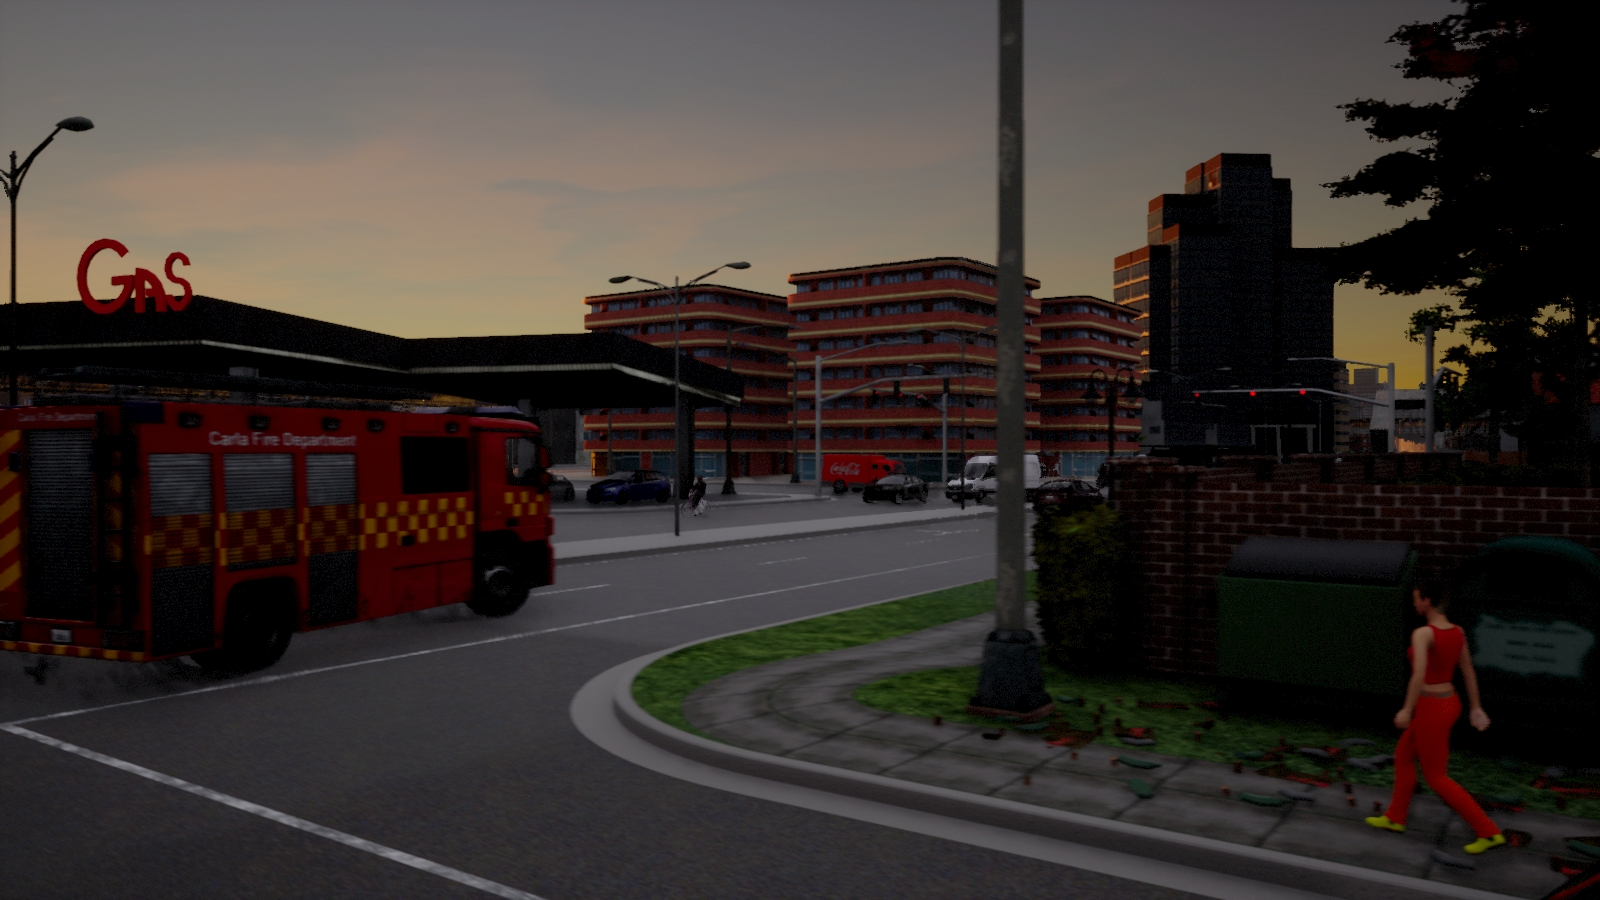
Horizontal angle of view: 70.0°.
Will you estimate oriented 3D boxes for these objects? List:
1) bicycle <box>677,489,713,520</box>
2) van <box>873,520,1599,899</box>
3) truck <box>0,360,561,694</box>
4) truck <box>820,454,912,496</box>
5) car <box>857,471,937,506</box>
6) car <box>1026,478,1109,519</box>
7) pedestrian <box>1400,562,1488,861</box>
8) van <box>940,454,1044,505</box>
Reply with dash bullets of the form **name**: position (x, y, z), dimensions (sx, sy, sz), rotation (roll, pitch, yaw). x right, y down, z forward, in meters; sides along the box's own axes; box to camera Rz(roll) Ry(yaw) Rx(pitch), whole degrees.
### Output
- **bicycle**: position (-4.266, 2.198, 46.550), dimensions (0.329, 1.196, 1.835), rotation (0, 0, 34)
- **van**: position (3.149, 1.535, 1.573), dimensions (5.915, 2.561, 1.988), rotation (0, 0, 35)
- **truck**: position (-7.308, 0.890, 17.577), dimensions (2.891, 3.827, 8.468), rotation (0, 0, 22)
- **truck**: position (4.189, 1.547, 73.129), dimensions (5.204, 2.467, 2.627), rotation (2, 1, 34)
- **car**: position (5.165, 1.983, 59.892), dimensions (2.097, 1.638, 5.238), rotation (0, 0, 31)
- **car**: position (11.514, 2.040, 48.934), dimensions (2.007, 1.525, 4.514), rotation (0, 0, 34)
- **pedestrian**: position (4.256, 1.696, 7.556), dimensions (0.375, 1.860, 0.375), rotation (0, 0, -31)
- **van**: position (10.232, 1.534, 60.597), dimensions (5.915, 2.561, 1.988), rotation (0, -1, -38)
